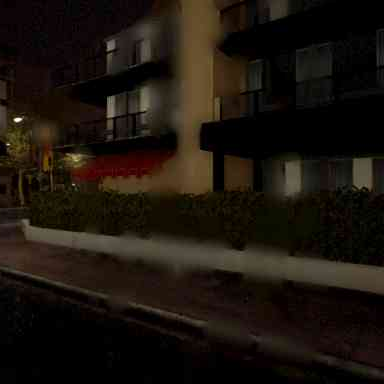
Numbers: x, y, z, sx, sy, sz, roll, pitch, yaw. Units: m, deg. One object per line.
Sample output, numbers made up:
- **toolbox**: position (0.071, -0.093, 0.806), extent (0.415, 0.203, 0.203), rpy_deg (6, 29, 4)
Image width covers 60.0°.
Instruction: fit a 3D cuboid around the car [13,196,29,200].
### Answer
- **car**: position (-36.130, 1.481, 67.937), extent (4.892, 1.521, 2.231), rpy_deg (0, 0, 36)
